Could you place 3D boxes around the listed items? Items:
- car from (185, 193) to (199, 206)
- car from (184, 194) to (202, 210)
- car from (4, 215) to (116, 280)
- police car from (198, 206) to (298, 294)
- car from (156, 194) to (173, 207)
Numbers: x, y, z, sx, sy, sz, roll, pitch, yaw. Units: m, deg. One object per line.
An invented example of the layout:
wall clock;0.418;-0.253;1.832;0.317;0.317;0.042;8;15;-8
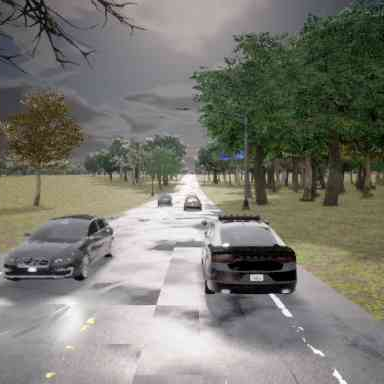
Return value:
car;0.035;0.991;46.989;1.882;1.535;5.008;0;1;1
car;0.078;1.266;37.031;1.994;1.385;4.181;0;1;0
car;-3.599;1.489;9.926;1.837;1.490;4.892;0;0;0
police car;1.226;1.411;8.878;1.930;1.638;5.238;0;0;0
car;-3.492;1.084;43.684;1.837;1.490;4.892;0;1;0
